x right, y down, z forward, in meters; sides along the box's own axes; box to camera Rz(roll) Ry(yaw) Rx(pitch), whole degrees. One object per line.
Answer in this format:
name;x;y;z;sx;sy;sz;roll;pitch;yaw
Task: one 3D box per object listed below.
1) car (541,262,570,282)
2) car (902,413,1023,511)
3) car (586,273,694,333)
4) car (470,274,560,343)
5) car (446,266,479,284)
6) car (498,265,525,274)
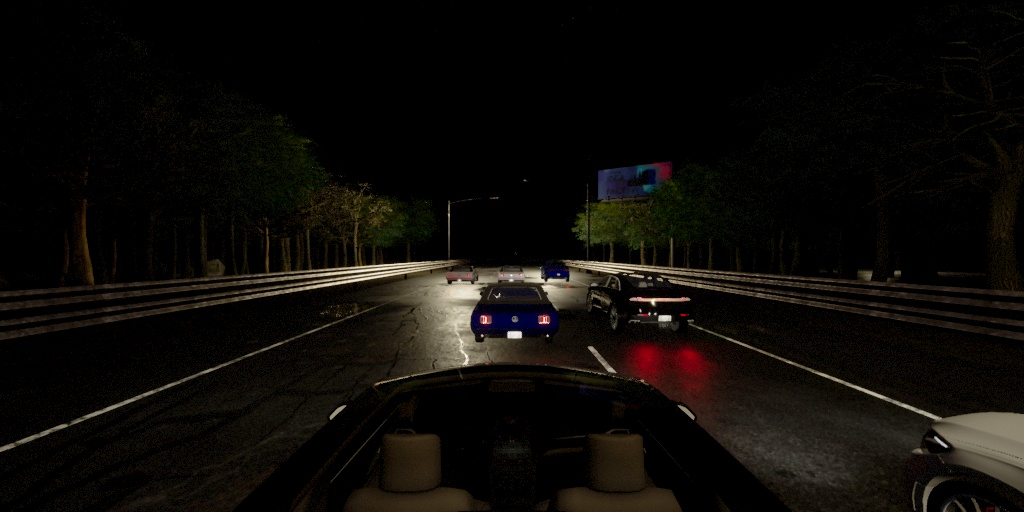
car;3.438;1.228;29.095;1.882;1.535;5.008;0;0;-1
car;3.622;1.276;0.479;1.812;1.442;4.674;0;0;0
car;3.548;1.242;10.787;2.128;1.511;4.902;0;0;0
car;0.053;1.351;9.664;1.895;1.301;4.718;0;0;0
car;-3.548;1.351;26.434;1.895;1.301;4.718;0;0;0
car;-0.047;1.351;26.504;1.895;1.301;4.718;0;0;0
